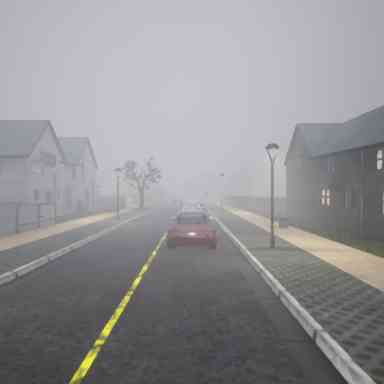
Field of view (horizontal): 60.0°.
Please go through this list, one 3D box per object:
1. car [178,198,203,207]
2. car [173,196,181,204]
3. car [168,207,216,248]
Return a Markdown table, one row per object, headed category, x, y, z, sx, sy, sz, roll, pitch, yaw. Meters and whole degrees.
| category | x | y | z | sx | sy | sz | roll | pitch | yaw |
| --- | --- | --- | --- | --- | --- | --- | --- | --- | --- |
| car | 0.000 | 1.520 | 29.658 | 1.812 | 1.442 | 4.674 | 0 | 0 | 0 |
| car | -2.748 | 1.579 | 64.735 | 2.033 | 1.411 | 5.357 | 0 | 0 | 0 |
| car | 0.000 | 1.565 | 14.654 | 1.994 | 1.385 | 4.181 | 0 | 0 | 0 |
